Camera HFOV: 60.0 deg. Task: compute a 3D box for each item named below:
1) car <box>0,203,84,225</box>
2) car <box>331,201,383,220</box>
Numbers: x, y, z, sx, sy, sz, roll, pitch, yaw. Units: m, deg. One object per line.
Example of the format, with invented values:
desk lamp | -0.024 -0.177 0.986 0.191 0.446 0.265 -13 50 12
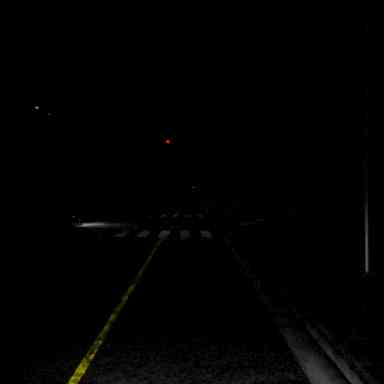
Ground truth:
car | -9.869 1.439 21.389 5.357 1.411 2.033 0 -1 0
car | 12.374 1.291 24.036 4.313 1.339 1.947 0 0 0
